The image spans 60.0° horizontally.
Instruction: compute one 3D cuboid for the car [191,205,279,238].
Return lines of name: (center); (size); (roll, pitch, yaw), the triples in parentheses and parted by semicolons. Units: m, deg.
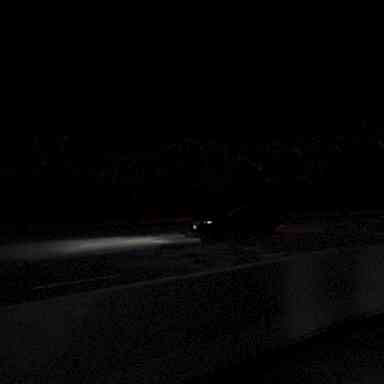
car: (2.307, 1.441, 17.357); (4.902, 1.511, 2.128); (0, 0, -28)
